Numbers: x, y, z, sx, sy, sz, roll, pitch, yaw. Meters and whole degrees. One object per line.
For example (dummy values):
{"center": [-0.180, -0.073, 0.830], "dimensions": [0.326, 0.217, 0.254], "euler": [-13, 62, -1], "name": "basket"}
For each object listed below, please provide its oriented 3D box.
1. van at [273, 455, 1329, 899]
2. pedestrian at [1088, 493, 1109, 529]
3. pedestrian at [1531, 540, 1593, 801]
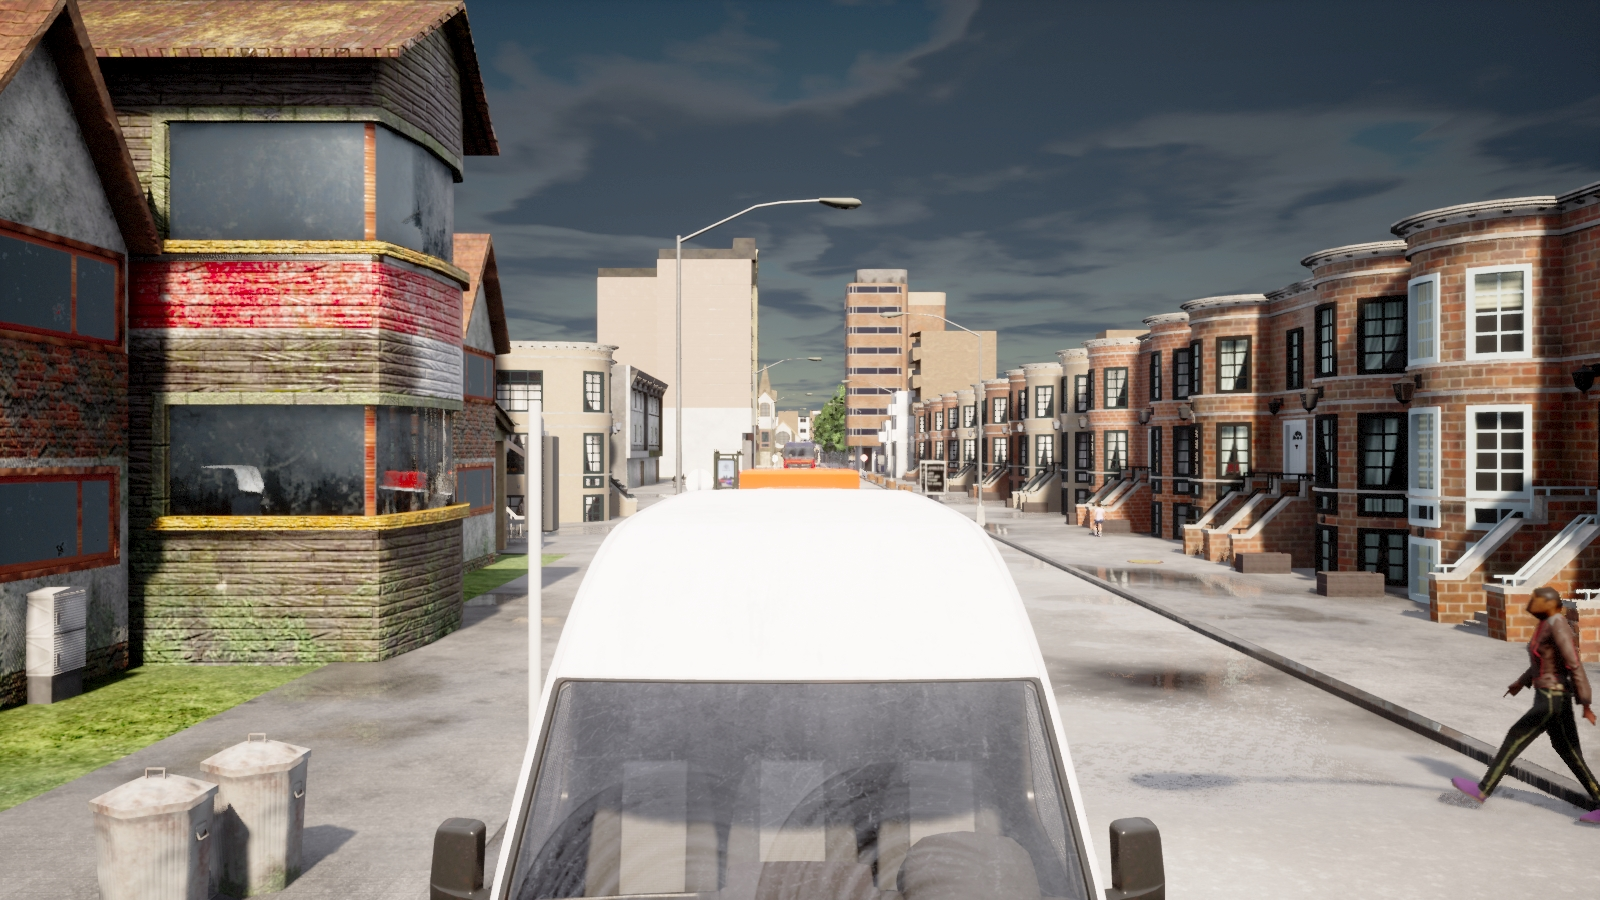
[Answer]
{"center": [-0.003, 1.314, 5.110], "dimensions": [1.988, 2.561, 5.915], "euler": [0, 0, 0], "name": "van"}
{"center": [9.287, 1.903, 35.522], "dimensions": [0.500, 1.100, 0.500], "euler": [0, 0, -2], "name": "pedestrian"}
{"center": [5.724, 1.629, 8.594], "dimensions": [0.375, 1.860, 0.375], "euler": [0, 0, 32], "name": "pedestrian"}
